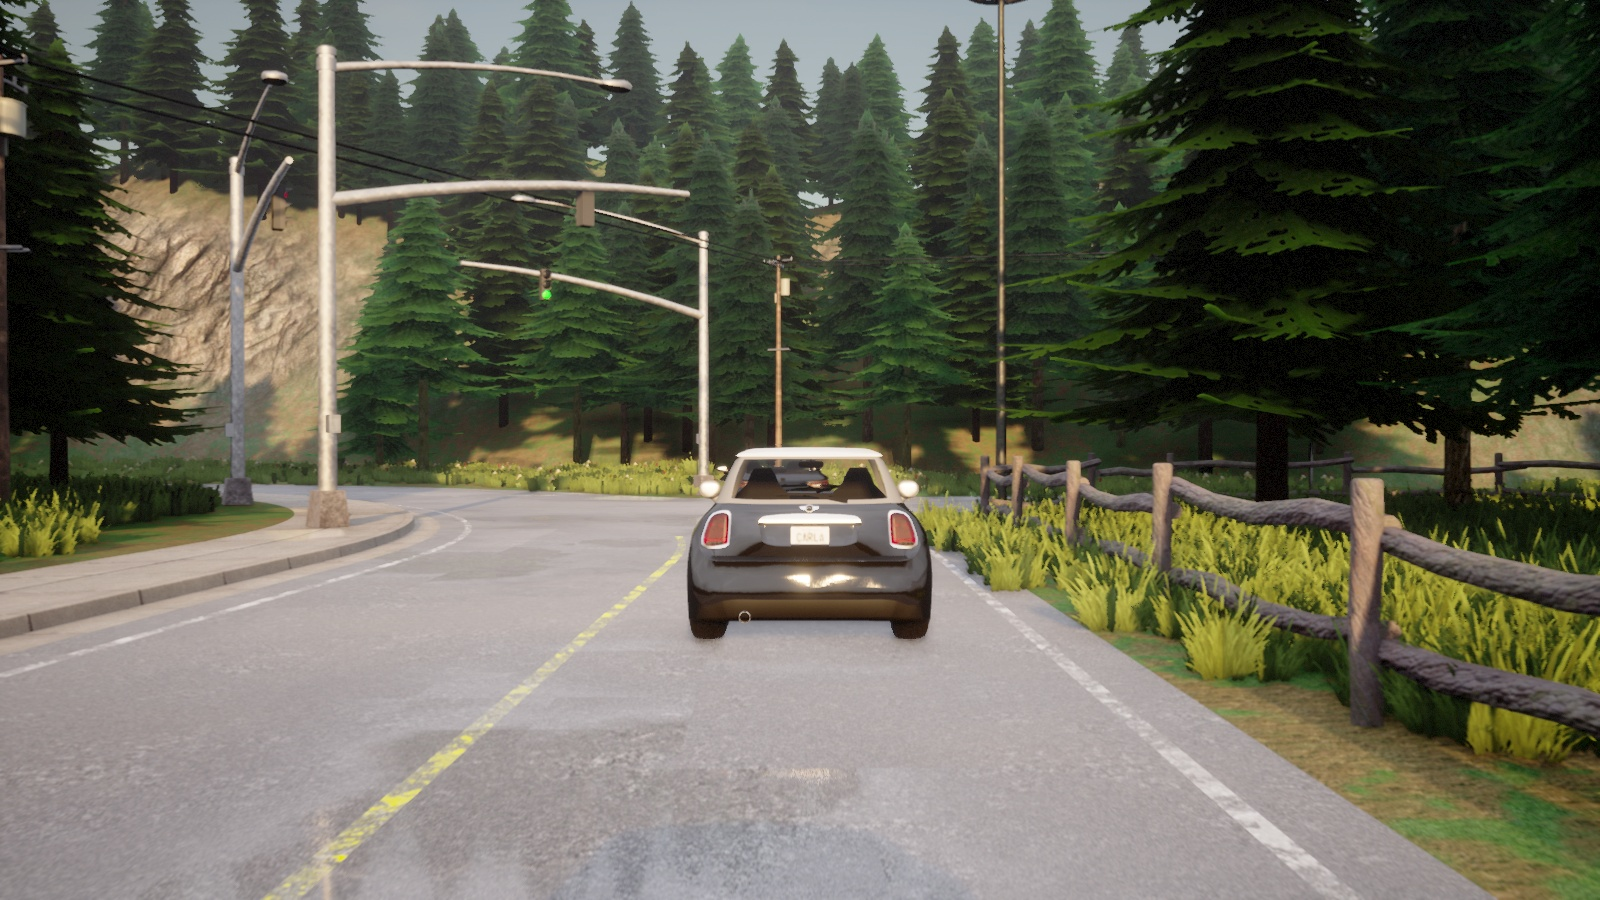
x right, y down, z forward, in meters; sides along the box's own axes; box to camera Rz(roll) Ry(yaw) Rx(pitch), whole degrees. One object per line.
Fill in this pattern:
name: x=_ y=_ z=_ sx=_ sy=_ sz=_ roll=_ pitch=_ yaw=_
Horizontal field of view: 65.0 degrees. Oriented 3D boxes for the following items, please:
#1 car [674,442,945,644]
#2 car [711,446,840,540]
car: x=0.079 y=0.670 z=11.049 sx=1.970 sy=1.475 sz=3.806 roll=0 pitch=0 yaw=0
car: x=-0.531 y=0.676 z=21.964 sx=1.816 sy=1.474 sz=4.193 roll=0 pitch=0 yaw=-7
